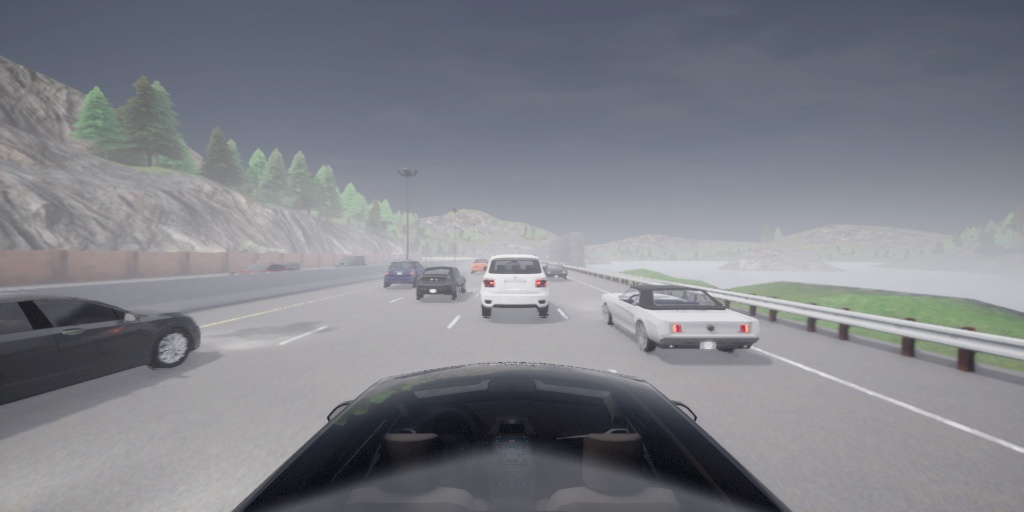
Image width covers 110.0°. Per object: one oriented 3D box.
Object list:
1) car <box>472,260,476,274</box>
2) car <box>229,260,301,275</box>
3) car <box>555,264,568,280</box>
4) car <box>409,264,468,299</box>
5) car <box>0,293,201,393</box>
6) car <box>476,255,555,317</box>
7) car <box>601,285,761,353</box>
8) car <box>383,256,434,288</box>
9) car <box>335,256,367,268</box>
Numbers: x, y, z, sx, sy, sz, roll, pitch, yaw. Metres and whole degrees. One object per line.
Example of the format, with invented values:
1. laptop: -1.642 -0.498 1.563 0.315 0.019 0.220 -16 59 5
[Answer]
1. car: -3.418 1.098 41.347 2.097 1.767 4.553 0 0 0
2. car: -17.609 1.224 25.431 1.882 1.535 5.008 0 0 0
3. car: 3.587 1.348 31.216 1.895 1.301 4.718 0 0 0
4. car: -3.407 1.253 17.879 1.837 1.490 4.892 0 0 0
5. car: -6.903 1.254 4.884 1.837 1.490 4.892 0 0 0
6. car: 0.095 0.970 13.270 2.150 2.045 5.566 0 0 0
7. car: 3.603 1.350 8.791 1.895 1.301 4.718 0 0 0
8. car: -6.911 1.099 24.134 2.097 1.767 4.553 0 0 0
9. car: -21.101 0.968 47.206 2.150 2.045 5.566 0 0 0
